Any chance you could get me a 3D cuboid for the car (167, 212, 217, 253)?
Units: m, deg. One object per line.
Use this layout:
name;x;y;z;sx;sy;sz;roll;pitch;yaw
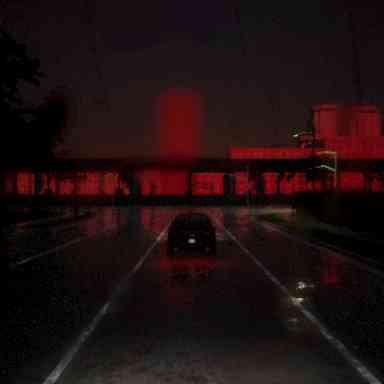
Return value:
car;-0.001;1.622;14.469;1.882;1.535;5.008;0;0;0
